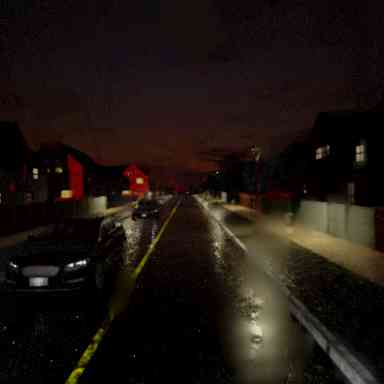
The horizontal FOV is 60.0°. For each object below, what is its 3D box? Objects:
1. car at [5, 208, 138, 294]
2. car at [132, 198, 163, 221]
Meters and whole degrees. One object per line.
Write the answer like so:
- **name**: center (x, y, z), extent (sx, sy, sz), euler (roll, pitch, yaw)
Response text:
- **car**: center (-2.950, 1.412, 8.768), extent (2.128, 1.511, 4.902), euler (-1, 1, -1)
- **car**: center (-3.131, 1.229, 24.026), extent (2.128, 1.511, 4.902), euler (-1, 1, 0)
